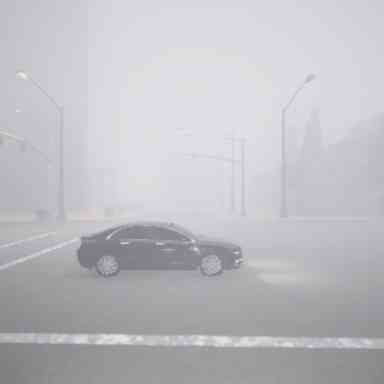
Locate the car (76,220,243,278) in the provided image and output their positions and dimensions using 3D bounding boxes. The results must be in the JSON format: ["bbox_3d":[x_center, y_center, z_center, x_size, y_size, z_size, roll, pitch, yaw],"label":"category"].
[{"bbox_3d":[-0.933,1.642,10.048,4.892,1.490,1.837,0,-1,0],"label":"car"}]
